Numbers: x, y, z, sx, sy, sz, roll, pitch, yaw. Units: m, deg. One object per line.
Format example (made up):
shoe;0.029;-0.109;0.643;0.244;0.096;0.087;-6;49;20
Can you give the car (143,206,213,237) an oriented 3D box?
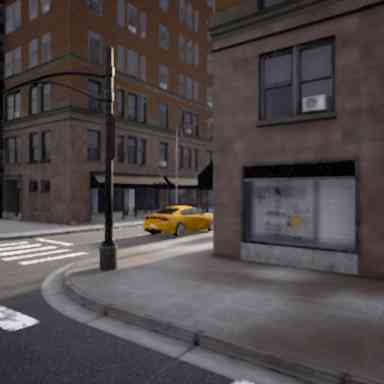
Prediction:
car;-0.499;1.517;18.423;1.882;1.535;5.008;0;0;36
